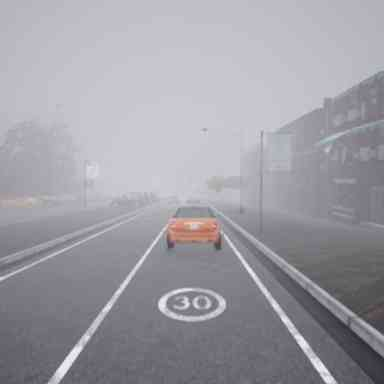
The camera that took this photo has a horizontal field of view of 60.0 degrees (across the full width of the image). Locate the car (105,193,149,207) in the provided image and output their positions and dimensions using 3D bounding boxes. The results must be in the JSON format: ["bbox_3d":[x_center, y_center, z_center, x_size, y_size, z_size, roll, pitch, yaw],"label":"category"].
[{"bbox_3d":[-8.820,1.315,45.572,4.892,1.521,2.231,0,0,0],"label":"car"}]

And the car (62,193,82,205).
[{"bbox_3d":[-21.866,1.238,56.747,4.553,1.767,2.185,0,0,0],"label":"car"}]

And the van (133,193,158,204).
[{"bbox_3d":[-8.701,1.147,62.388,4.442,1.987,1.878,0,0,0],"label":"van"}]

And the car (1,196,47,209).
[{"bbox_3d":[-21.904,1.337,42.823,5.008,1.535,2.097,0,0,0],"label":"car"}]

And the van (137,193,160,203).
[{"bbox_3d":[-8.936,1.181,67.995,4.442,1.987,1.878,0,0,0],"label":"van"}]

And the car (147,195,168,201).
[{"bbox_3d":[-9.021,1.541,87.613,5.366,1.575,1.946,0,-1,0],"label":"car"}]

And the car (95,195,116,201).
[{"bbox_3d":[-21.910,1.579,84.470,4.674,1.452,2.002,0,0,0],"label":"car"}]

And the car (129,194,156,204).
[{"bbox_3d":[-8.785,1.230,59.584,4.553,1.767,2.185,0,0,0],"label":"car"}]

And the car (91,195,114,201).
[{"bbox_3d":[-21.905,1.519,81.810,5.008,1.535,2.097,0,0,0],"label":"car"}]

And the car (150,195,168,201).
[{"bbox_3d":[-8.867,1.600,90.416,4.792,1.488,2.163,0,-1,0],"label":"car"}]

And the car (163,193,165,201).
[{"bbox_3d":[-8.816,1.423,70.797,5.008,1.535,2.097,0,0,0],"label":"car"}]

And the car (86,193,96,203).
[{"bbox_3d":[-21.895,1.451,65.099,4.674,1.452,2.002,0,0,0],"label":"car"}]

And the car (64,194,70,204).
[{"bbox_3d":[-21.902,1.383,51.178,4.674,1.452,2.002,0,0,0],"label":"car"}]

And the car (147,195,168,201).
[{"bbox_3d":[-8.828,1.519,84.813,5.008,1.535,2.097,0,-1,0],"label":"car"}]

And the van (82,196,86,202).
[{"bbox_3d":[-22.013,1.152,59.528,4.442,1.987,1.878,0,0,0],"label":"van"}]

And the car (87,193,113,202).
[{"bbox_3d":[-21.880,1.246,79.025,5.566,2.045,2.435,0,0,0],"label":"car"}]

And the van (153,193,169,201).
[{"bbox_3d":[-8.724,1.370,93.222,4.442,1.987,1.878,0,-1,0],"label":"van"}]

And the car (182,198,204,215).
[{"bbox_3d":[0.110,1.415,33.753,2.033,1.411,5.357,0,0,0],"label":"car"}]

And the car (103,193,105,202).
[{"bbox_3d":[-21.896,1.445,70.670,5.008,1.535,2.097,0,0,0],"label":"car"}]

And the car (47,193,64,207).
[{"bbox_3d":[-21.908,1.337,48.392,5.008,1.535,2.097,0,0,0],"label":"car"}]

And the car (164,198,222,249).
[{"bbox_3d":[0.083,1.294,14.404,2.097,1.767,4.553,0,0,0],"label":"car"}]

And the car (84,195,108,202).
[{"bbox_3d":[-21.934,1.508,76.240,4.792,1.488,2.163,0,0,0],"label":"car"}]

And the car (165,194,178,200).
[{"bbox_3d":[-3.222,1.384,58.054,1.837,1.490,4.892,0,-1,0],"label":"car"}]

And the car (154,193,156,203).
[{"bbox_3d":[-8.825,1.330,53.977,4.892,1.521,2.231,0,0,0],"label":"car"}]

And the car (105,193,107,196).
[{"bbox_3d":[-21.874,1.491,73.455,4.792,1.488,2.163,0,0,0],"label":"car"}]

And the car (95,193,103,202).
[{"bbox_3d":[-21.714,1.425,67.884,5.366,1.575,1.946,0,0,0],"label":"car"}]

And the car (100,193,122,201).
[{"bbox_3d":[-21.890,1.338,90.042,5.566,2.045,2.435,0,-1,0],"label":"car"}]

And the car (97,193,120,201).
[{"bbox_3d":[-21.887,1.313,87.380,5.566,2.045,2.435,0,-1,0],"label":"car"}]

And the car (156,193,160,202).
[{"bbox_3d":[-8.846,1.091,56.783,5.566,2.045,2.435,0,0,0],"label":"car"}]

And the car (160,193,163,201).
[{"bbox_3d":[-8.812,1.391,65.191,4.892,1.521,2.231,0,0,0],"label":"car"}]

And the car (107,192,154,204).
[{"bbox_3d":[-8.852,1.065,48.373,5.566,2.045,2.435,0,0,0],"label":"car"}]
